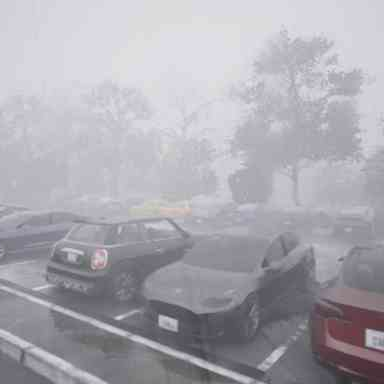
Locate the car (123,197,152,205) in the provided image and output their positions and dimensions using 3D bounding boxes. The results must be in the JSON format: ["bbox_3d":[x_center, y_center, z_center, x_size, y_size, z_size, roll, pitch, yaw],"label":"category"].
[{"bbox_3d":[-2.438,1.220,25.855,1.946,1.575,5.366,2,1,36],"label":"car"}]

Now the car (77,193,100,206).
[{"bbox_3d":[-7.156,1.073,29.064,2.002,1.452,4.674,3,2,36],"label":"car"}]

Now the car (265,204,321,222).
[{"bbox_3d":[6.367,1.470,19.209,2.097,1.535,5.008,1,1,36],"label":"car"}]

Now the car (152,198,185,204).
[{"bbox_3d":[-0.179,1.299,24.210,1.946,1.575,5.366,2,1,36],"label":"car"}]

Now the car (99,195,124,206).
[{"bbox_3d":[-4.787,1.164,27.371,2.163,1.488,4.792,2,1,36],"label":"car"}]

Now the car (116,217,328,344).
[{"bbox_3d":[1.054,1.543,6.868,2.163,1.488,4.792,1,0,36],"label":"car"}]

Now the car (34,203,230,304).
[{"bbox_3d":[-1.199,1.350,8.506,2.185,1.767,4.553,1,1,36],"label":"car"}]

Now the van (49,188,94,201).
[{"bbox_3d":[-11.633,0.604,32.164,1.878,1.987,4.442,2,2,36],"label":"van"}]

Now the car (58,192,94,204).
[{"bbox_3d":[-9.405,0.968,30.702,2.002,1.452,4.674,3,2,36],"label":"car"}]

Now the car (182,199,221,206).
[{"bbox_3d":[1.841,1.396,22.474,2.163,1.488,4.792,2,1,36],"label":"car"}]

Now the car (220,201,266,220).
[{"bbox_3d":[4.112,1.422,20.851,2.097,1.535,5.008,1,1,36],"label":"car"}]

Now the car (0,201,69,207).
[{"bbox_3d":[-7.944,1.307,13.447,2.231,1.521,4.892,2,1,36],"label":"car"}]

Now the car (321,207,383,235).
[{"bbox_3d":[8.725,1.511,17.491,2.231,1.521,4.892,1,1,36],"label":"car"}]

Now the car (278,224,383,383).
[{"bbox_3d":[3.342,1.572,5.275,2.163,1.488,4.792,1,0,36],"label":"car"}]

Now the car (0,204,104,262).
[{"bbox_3d":[-5.712,1.404,11.794,2.163,1.488,4.792,1,1,36],"label":"car"}]
